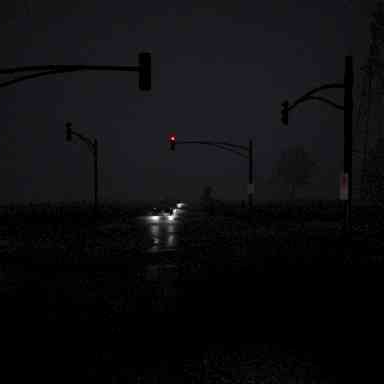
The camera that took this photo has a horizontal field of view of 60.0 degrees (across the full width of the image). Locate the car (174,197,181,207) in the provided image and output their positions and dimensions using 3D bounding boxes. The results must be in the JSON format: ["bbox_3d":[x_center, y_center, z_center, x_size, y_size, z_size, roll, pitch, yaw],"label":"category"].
[{"bbox_3d":[-3.032,1.485,46.406,2.128,1.511,4.902,0,0,0],"label":"car"}]

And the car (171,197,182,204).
[{"bbox_3d":[-3.091,1.598,65.939,1.895,1.301,4.718,0,0,0],"label":"car"}]

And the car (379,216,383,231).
[{"bbox_3d":[11.433,1.416,16.016,4.181,1.385,1.994,-1,1,5],"label":"car"}]

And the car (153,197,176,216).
[{"bbox_3d":[-2.788,1.519,32.868,1.812,1.442,4.674,0,0,-3],"label":"car"}]
